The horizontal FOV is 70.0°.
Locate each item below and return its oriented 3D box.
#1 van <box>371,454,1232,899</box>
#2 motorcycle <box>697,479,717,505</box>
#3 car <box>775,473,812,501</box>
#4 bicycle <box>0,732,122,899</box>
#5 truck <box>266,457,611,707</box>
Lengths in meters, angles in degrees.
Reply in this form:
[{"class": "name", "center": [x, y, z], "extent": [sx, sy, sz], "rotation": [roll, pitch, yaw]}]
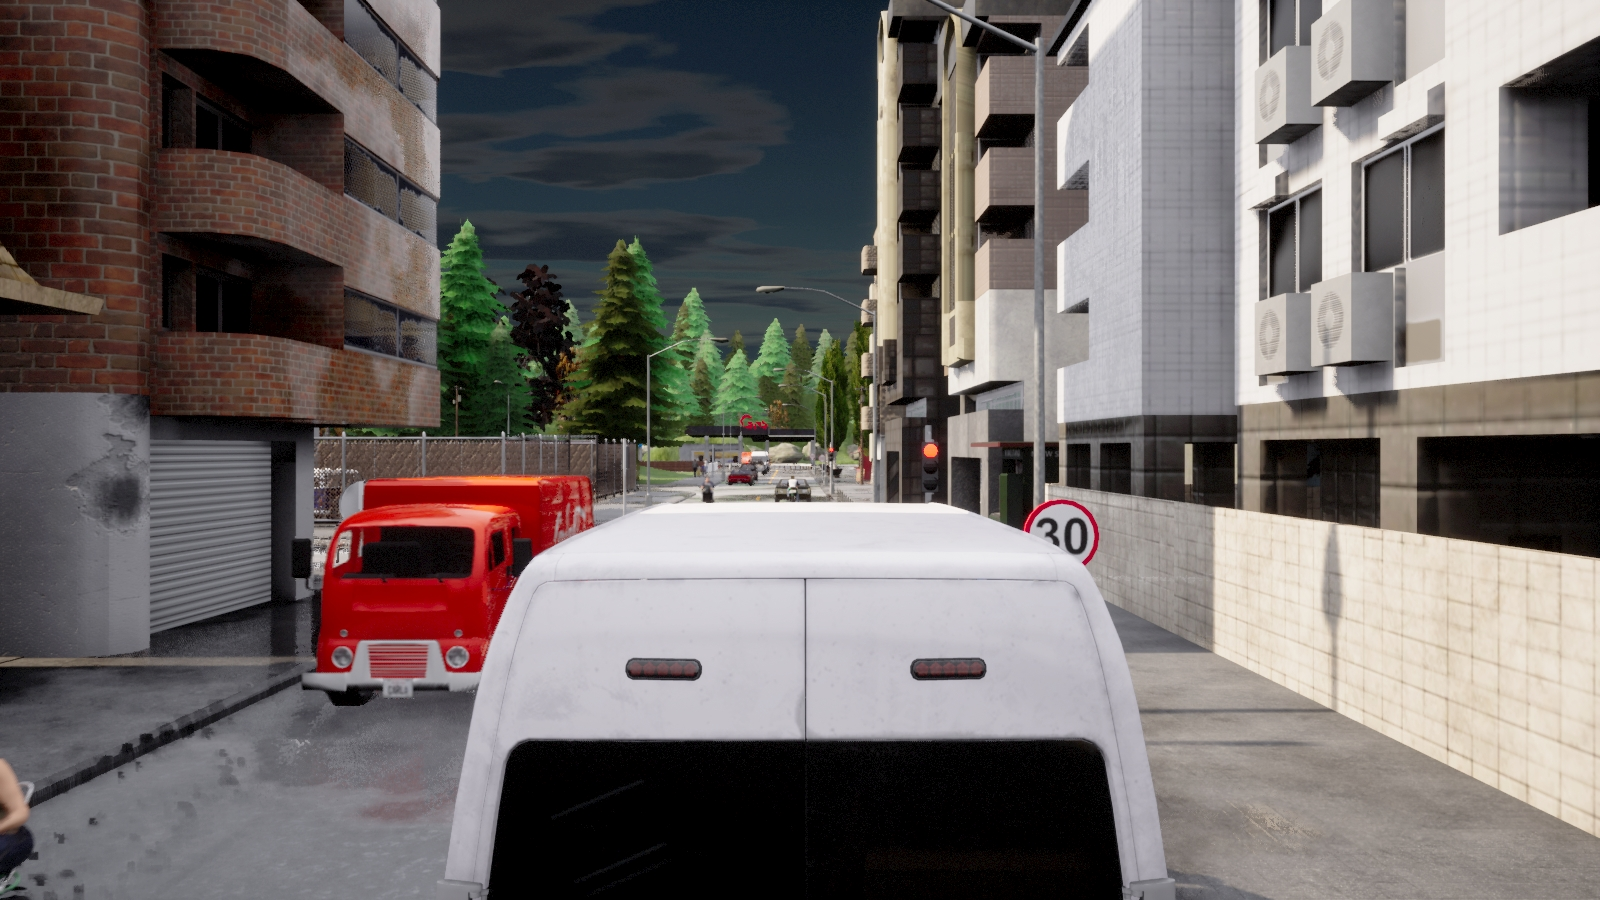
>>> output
[{"class": "van", "center": [-0.009, 1.312, 5.597], "extent": [1.988, 2.561, 5.915], "rotation": [0, 0, 0]}, {"class": "motorcycle", "center": [-4.342, 1.972, 53.451], "extent": [0.803, 1.145, 2.033], "rotation": [0, 0, 0]}, {"class": "car", "center": [-0.339, 1.912, 60.159], "extent": [1.895, 1.301, 4.718], "rotation": [0, 0, 0]}, {"class": "bicycle", "center": [-4.011, 2.034, 5.296], "extent": [0.859, 1.080, 1.487], "rotation": [0, 0, -1]}, {"class": "truck", "center": [-4.050, 1.342, 14.052], "extent": [2.627, 2.467, 5.204], "rotation": [0, 0, 0]}]
